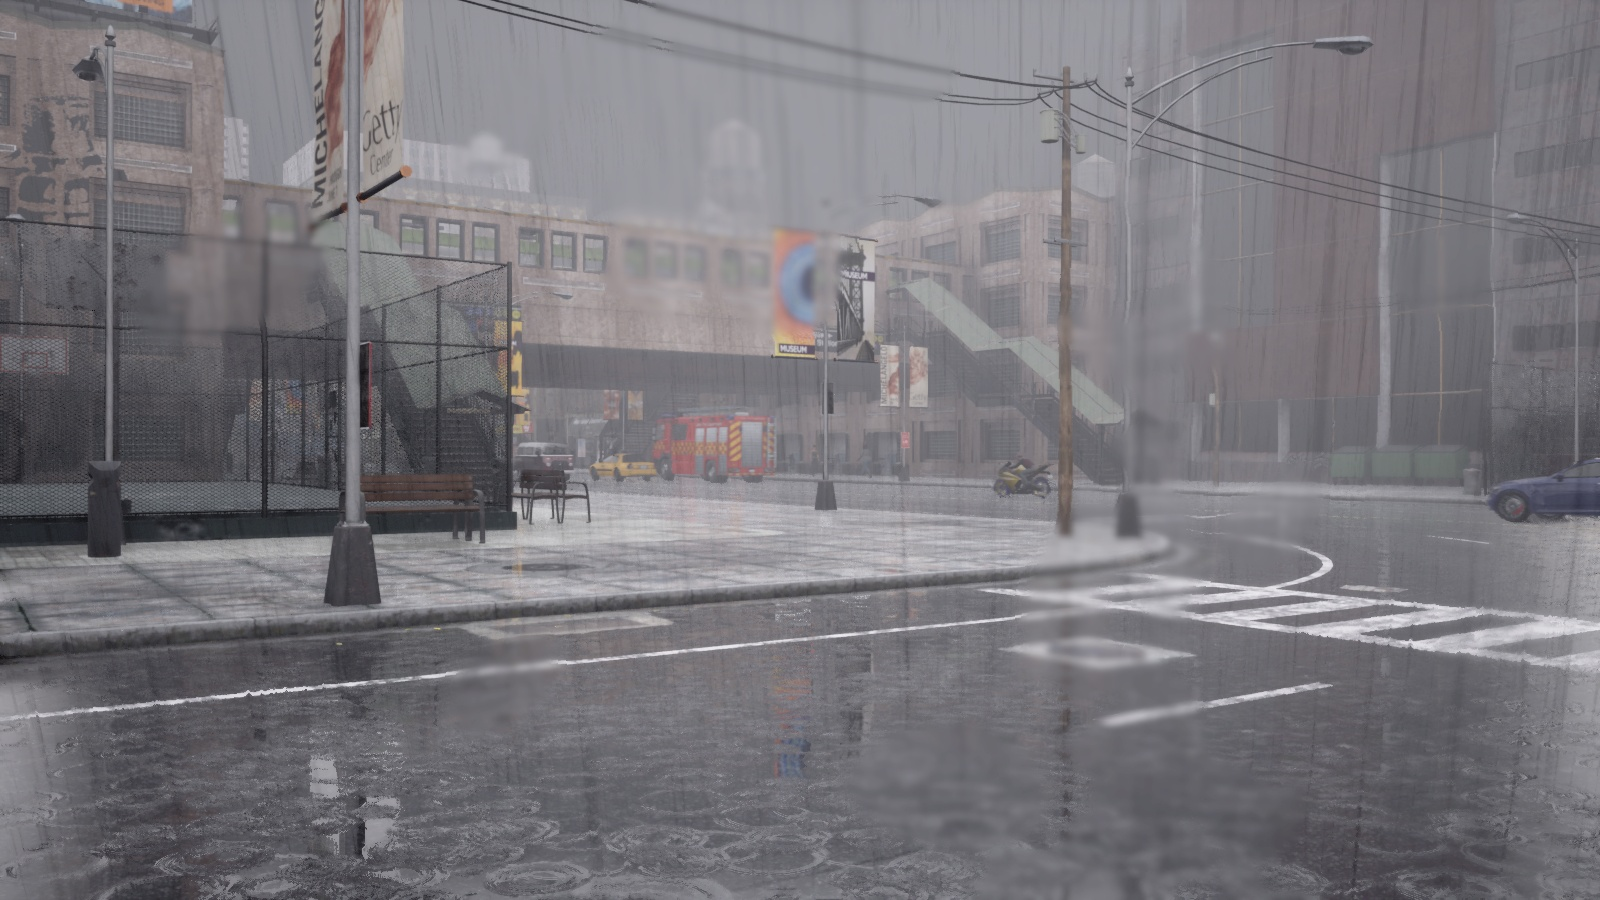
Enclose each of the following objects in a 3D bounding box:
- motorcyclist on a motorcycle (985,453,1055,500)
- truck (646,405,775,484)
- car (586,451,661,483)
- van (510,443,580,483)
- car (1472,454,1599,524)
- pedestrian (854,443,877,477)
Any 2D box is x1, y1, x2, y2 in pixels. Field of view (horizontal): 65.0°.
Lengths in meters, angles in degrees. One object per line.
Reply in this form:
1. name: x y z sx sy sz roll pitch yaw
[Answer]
1. motorcyclist on a motorcycle: 7.390 0.867 42.198 2.191 1.530 0.866 0 0 41
2. truck: -4.793 -0.249 65.499 2.891 3.827 8.468 0 0 -34
3. car: -9.337 0.865 66.030 1.801 1.575 5.366 0 0 -33
4. van: -13.408 0.658 65.835 2.069 2.038 4.480 0 0 -34
5. car: 17.123 0.800 26.716 1.812 1.442 4.674 0 0 -34
6. pedestrian: 3.598 0.562 68.747 0.874 1.855 0.900 0 0 -37
